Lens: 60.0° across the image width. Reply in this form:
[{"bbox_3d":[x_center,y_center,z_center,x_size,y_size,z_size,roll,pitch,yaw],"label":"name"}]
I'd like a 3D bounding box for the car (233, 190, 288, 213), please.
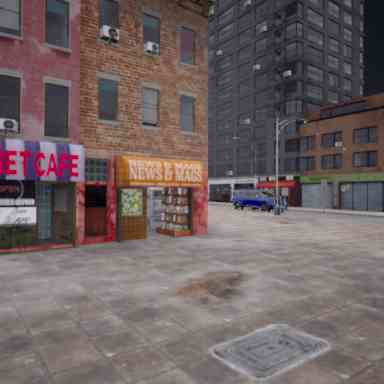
[{"bbox_3d":[6.171,0.836,30.694,2.150,2.045,5.566,1,1,-35],"label":"car"}]
